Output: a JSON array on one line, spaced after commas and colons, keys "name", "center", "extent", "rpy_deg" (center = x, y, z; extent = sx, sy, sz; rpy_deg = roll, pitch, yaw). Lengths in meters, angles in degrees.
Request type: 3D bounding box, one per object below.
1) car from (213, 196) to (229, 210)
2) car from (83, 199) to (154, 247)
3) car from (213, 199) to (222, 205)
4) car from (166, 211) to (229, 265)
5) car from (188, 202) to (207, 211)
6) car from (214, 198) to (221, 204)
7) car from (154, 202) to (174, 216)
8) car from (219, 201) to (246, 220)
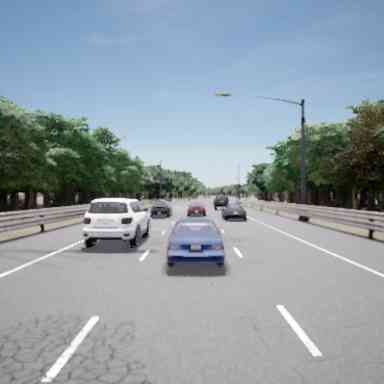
[{"name": "car", "center": [4.462, 1.627, 50.438], "extent": [2.150, 2.045, 5.566], "rpy_deg": [0, -1, 3]}, {"name": "car", "center": [-3.349, 1.317, 15.654], "extent": [2.150, 2.045, 5.566], "rpy_deg": [0, 0, 0]}, {"name": "car", "center": [5.923, 2.294, 76.162], "extent": [1.994, 1.385, 4.181], "rpy_deg": [0, -1, 4]}, {"name": "car", "center": [0.124, 1.617, 11.852], "extent": [2.033, 1.411, 5.357], "rpy_deg": [0, 0, 0]}, {"name": "car", "center": [0.511, 1.774, 34.900], "extent": [1.812, 1.442, 4.674], "rpy_deg": [0, -1, 2]}, {"name": "car", "center": [6.986, 2.420, 89.980], "extent": [1.837, 1.490, 4.892], "rpy_deg": [0, -1, 5]}, {"name": "car", "center": [-3.022, 1.742, 33.743], "extent": [1.837, 1.490, 4.892], "rpy_deg": [0, -1, 2]}, {"name": "car", "center": [3.792, 1.773, 30.492], "extent": [1.994, 1.385, 4.181], "rpy_deg": [0, 0, 1]}]
